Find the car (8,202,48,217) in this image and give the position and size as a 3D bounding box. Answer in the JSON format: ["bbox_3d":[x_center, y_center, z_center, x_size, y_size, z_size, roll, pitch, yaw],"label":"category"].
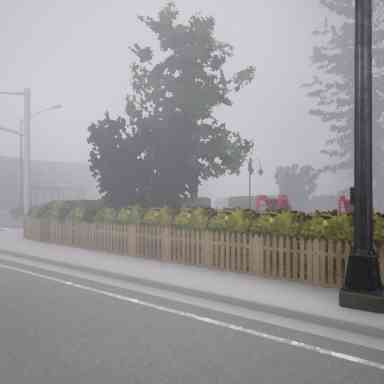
[{"bbox_3d":[-13.989,1.601,30.301,1.895,1.301,4.718,0,0,35],"label":"car"}]

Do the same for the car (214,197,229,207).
[{"bbox_3d":[5.302,1.491,51.160,2.128,1.511,4.902,0,0,36],"label":"car"}]
